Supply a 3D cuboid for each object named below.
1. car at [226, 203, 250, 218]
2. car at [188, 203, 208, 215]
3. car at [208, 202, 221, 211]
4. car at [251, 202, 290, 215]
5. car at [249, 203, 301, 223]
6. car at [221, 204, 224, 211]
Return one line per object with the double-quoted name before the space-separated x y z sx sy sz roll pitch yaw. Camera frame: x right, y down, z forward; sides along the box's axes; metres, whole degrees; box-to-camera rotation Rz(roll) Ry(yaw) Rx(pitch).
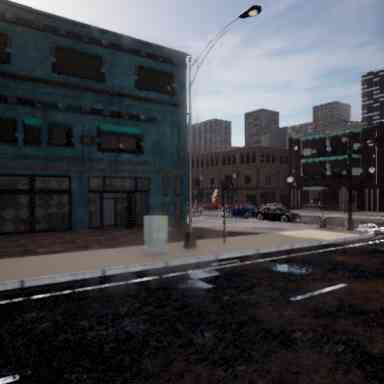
"car" 6.034 2.042 36.307 1.994 1.385 4.181 0 -1 -35
"car" -0.376 2.011 40.838 1.967 1.590 4.097 -1 0 -35
"car" 3.254 2.190 50.205 1.802 1.307 4.206 -1 0 -35
"car" 9.663 2.034 41.180 2.008 1.369 4.403 -1 0 -35
"car" 7.563 1.978 29.455 1.947 1.339 4.313 -1 0 -35
"car" 6.458 2.128 45.693 1.802 1.307 4.206 -1 0 -35
